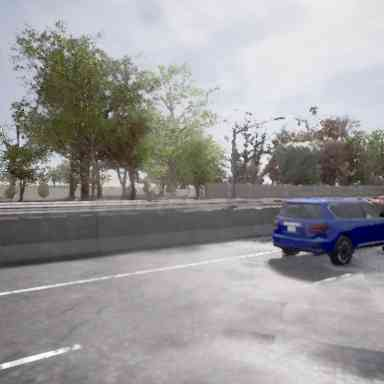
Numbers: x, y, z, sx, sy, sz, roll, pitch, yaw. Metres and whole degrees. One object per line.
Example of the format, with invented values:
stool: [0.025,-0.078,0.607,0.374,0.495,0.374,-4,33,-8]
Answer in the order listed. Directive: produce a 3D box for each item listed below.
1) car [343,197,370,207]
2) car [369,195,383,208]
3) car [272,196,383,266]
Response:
car: [26.021,1.594,52.608,4.674,1.442,1.812,0,0,-35]
car: [29.085,1.423,50.495,4.553,1.767,2.097,0,0,-35]
car: [5.289,1.232,11.866,5.566,2.045,2.150,0,0,-35]
